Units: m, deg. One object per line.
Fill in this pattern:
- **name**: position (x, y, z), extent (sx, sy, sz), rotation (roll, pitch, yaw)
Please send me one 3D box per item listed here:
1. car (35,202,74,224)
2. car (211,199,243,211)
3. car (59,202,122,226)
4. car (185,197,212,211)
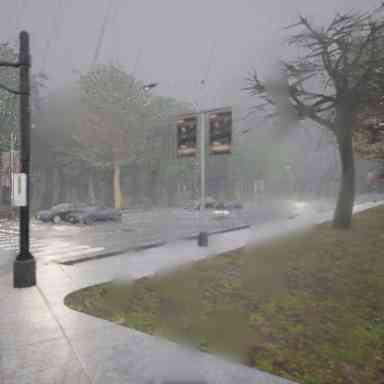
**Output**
- **car**: position (-9.938, 1.629, 26.494), extent (1.837, 1.490, 4.892), rotation (0, 1, 35)
- **car**: position (4.659, 1.583, 41.474), extent (1.994, 1.385, 4.181), rotation (0, 0, 35)
- **car**: position (-7.210, 1.684, 24.722), extent (1.994, 1.385, 4.181), rotation (0, 0, 35)
- **car**: position (1.121, 1.384, 42.104), extent (2.097, 1.767, 4.553), rotation (0, 0, 35)
